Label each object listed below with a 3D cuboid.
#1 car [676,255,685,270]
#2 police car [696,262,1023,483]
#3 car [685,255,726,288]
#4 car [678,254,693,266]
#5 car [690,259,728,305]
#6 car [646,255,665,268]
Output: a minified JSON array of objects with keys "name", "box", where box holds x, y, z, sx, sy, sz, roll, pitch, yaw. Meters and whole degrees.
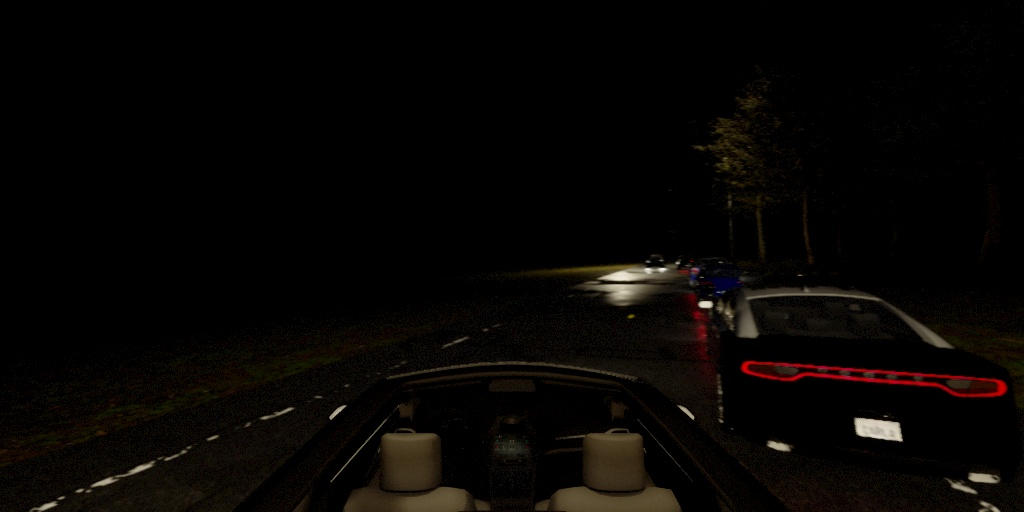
[{"name":"car","box":[19.451,0.726,40.019,1.837,1.490,4.892,-2,0,26]},{"name":"police car","box":[3.798,1.037,4.975,1.930,1.638,5.238,-2,0,26]},{"name":"car","box":[10.642,0.777,19.283,2.097,1.767,4.553,-2,0,26]},{"name":"car","box":[24.319,0.580,50.271,1.837,1.490,4.892,-2,0,26]},{"name":"car","box":[8.072,1.017,13.896,1.812,1.442,4.674,-2,0,26]},{"name":"car","box":[18.634,0.641,46.508,2.097,1.767,4.553,-2,0,26]}]
